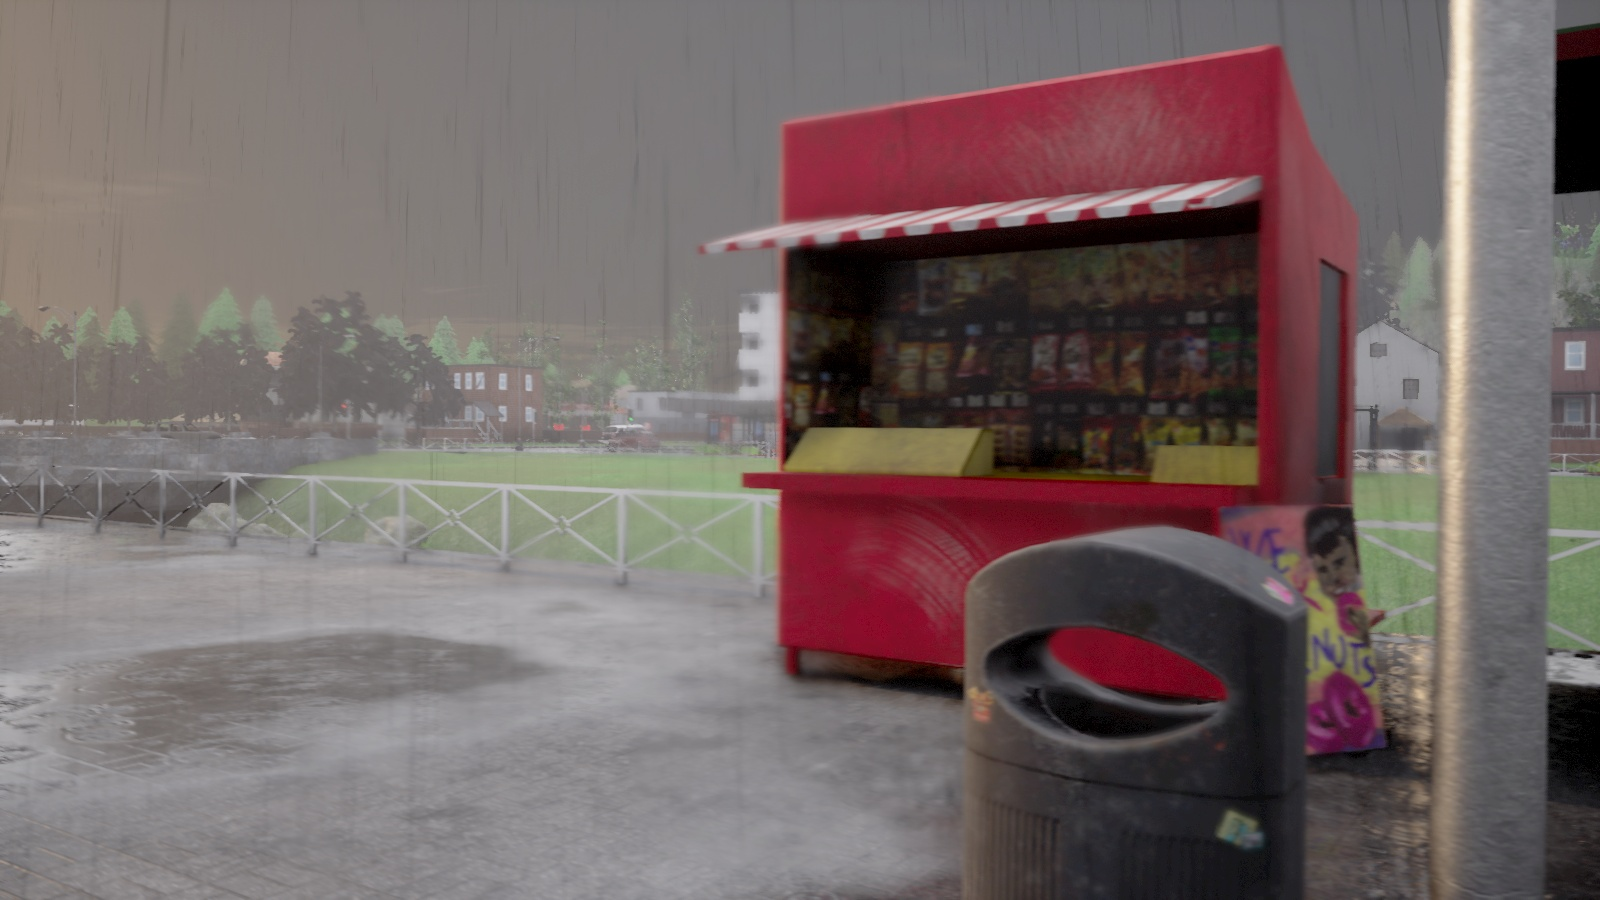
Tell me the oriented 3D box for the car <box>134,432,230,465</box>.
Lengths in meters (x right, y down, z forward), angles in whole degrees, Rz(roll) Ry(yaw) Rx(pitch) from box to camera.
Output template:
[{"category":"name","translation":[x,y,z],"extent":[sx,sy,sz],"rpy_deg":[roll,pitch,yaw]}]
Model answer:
[{"category":"car","translation":[-35.688,-0.119,72.585],"extent":[1.932,1.855,4.605],"rpy_deg":[0,1,35]}]

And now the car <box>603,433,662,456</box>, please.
[{"category":"car","translation":[-11.442,-0.359,85.911],"extent":[3.705,1.549,1.789],"rpy_deg":[0,1,34]}]
